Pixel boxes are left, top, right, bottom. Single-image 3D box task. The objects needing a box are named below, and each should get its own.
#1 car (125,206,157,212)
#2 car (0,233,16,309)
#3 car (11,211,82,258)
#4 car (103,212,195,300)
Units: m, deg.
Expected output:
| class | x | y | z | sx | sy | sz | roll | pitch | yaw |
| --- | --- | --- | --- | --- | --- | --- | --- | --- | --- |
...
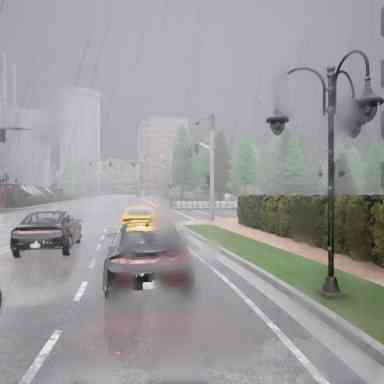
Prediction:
| class | x | y | z | sx | sy | sz | roll | pitch | yaw |
| --- | --- | --- | --- | --- | --- | --- | --- | --- | --- |
| car | -2.817 | 1.477 | 17.794 | 1.882 | 1.535 | 5.008 | 0 | 0 | -10 |
| car | -3.972 | 1.526 | 3.761 | 1.812 | 1.442 | 4.674 | 0 | 0 | -6 |
| car | -5.450 | 1.491 | 12.904 | 2.128 | 1.511 | 4.902 | 0 | 0 | -12 |
| car | -1.125 | 1.491 | 8.451 | 2.128 | 1.511 | 4.902 | 0 | 0 | -9 |
